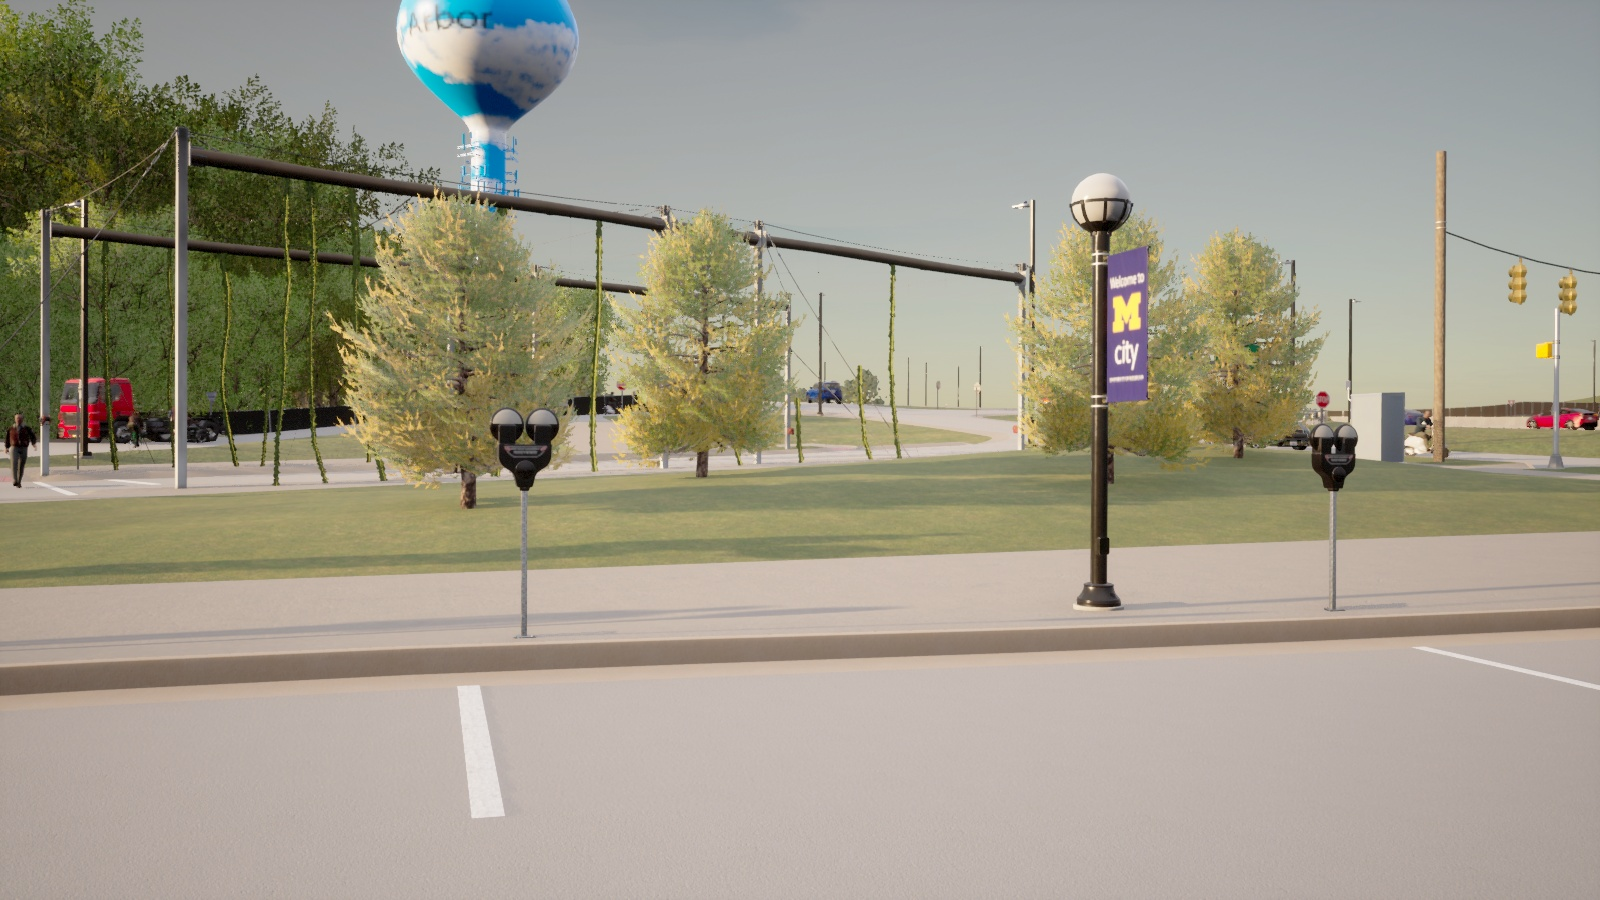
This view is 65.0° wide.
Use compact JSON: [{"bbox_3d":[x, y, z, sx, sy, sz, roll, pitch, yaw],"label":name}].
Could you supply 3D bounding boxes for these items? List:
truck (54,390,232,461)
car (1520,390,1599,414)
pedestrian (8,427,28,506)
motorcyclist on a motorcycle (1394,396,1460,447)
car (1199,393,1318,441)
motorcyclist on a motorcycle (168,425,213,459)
[{"bbox_3d":[-34.247,-1.339,65.844,2.891,3.462,7.936,-1,2,27],"label":"truck"},{"bbox_3d":[50.967,-3.184,84.176,2.007,1.525,4.514,-1,2,-17],"label":"car"},{"bbox_3d":[-18.732,0.391,30.091,0.376,1.854,0.720,-1,0,-31],"label":"pedestrian"},{"bbox_3d":[20.317,-0.935,40.754,0.866,1.590,1.817,-1,2,-19],"label":"motorcyclist on a motorcycle"},{"bbox_3d":[17.805,-1.288,49.000,2.097,1.767,4.553,-1,2,-15],"label":"car"},{"bbox_3d":[-30.842,-0.419,63.594,0.766,1.649,2.350,1,2,11],"label":"motorcyclist on a motorcycle"}]
